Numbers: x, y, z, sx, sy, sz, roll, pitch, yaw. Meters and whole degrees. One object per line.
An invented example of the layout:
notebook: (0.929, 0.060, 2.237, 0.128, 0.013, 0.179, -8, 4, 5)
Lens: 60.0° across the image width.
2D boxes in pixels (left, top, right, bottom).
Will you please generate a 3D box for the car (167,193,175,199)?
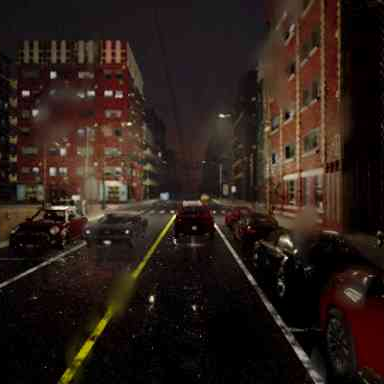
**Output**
car: (-5.690, 1.043, 91.045, 1.752, 1.417, 4.829, 1, 0, 0)

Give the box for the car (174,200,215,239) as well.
car: (0.098, 1.387, 16.922, 1.882, 1.535, 5.008, 0, 1, 0)

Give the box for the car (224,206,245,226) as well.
car: (2.835, 1.478, 19.315, 1.802, 1.307, 4.206, 1, 0, 0)

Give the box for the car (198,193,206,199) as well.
car: (2.690, 1.062, 91.178, 1.887, 1.381, 4.507, 1, 0, 0)

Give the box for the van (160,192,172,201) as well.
van: (-5.684, 0.975, 68.605, 1.690, 1.788, 3.998, 1, 0, 0)

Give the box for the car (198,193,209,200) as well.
car: (2.693, 1.159, 68.738, 1.752, 1.417, 4.829, 1, 0, 0)

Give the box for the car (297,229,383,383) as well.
car: (2.671, 1.302, 2.344, 2.192, 1.841, 5.009, 1, 0, 0)

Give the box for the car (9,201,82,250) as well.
car: (-5.679, 1.367, 13.694, 1.967, 1.590, 4.097, 1, 0, 0)

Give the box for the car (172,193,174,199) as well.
car: (-5.688, 1.187, 74.258, 1.802, 1.307, 4.206, 1, 0, 0)

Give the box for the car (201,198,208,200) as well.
car: (0.115, 1.448, 28.395, 1.895, 1.301, 4.718, 0, 0, 0)

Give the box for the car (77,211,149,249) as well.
car: (-3.086, 1.524, 14.337, 1.895, 1.301, 4.718, 0, 0, 0)

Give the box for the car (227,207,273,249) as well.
car: (2.666, 1.509, 13.659, 1.802, 1.307, 4.206, 1, 0, 0)

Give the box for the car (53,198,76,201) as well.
car: (-18.716, 1.464, 47.695, 4.313, 1.339, 1.947, 0, 0, 0)

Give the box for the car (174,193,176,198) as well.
car: (-5.690, 1.128, 85.562, 1.802, 1.307, 4.206, 1, 0, 0)

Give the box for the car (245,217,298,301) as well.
car: (2.667, 1.523, 8.002, 1.947, 1.339, 4.313, 1, 0, 0)
